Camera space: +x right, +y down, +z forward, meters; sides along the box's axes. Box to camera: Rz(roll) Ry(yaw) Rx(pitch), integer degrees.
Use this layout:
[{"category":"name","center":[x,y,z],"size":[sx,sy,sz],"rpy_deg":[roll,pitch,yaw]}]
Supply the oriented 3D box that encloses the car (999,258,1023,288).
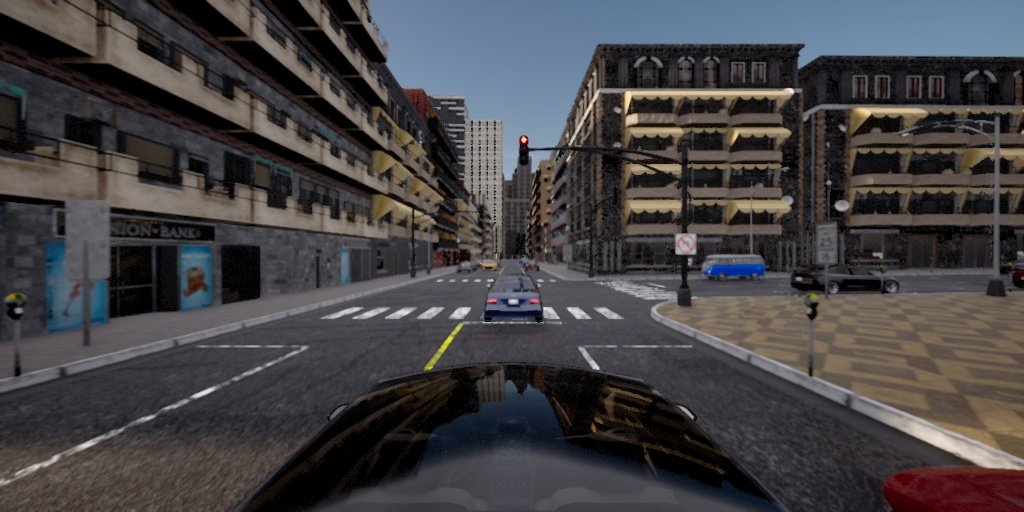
[{"category":"car","center":[26.913,0.902,17.304],"size":[4.507,1.381,1.888],"rpy_deg":[0,0,-1]}]

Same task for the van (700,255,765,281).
[{"category":"van","center":[15.663,0.814,25.531],"size":[3.998,1.789,1.690],"rpy_deg":[0,0,-1]}]

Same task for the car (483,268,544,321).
[{"category":"car","center":[0.059,1.310,12.436],"size":[2.033,1.411,5.357],"rpy_deg":[0,0,1]}]

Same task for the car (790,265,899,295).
[{"category":"car","center":[15.778,1.098,17.151],"size":[4.313,1.339,1.948],"rpy_deg":[0,0,-1]}]

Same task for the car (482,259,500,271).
[{"category":"car","center":[-3.068,1.297,49.396],"size":[1.882,1.535,5.008],"rpy_deg":[0,0,0]}]

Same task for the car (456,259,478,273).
[{"category":"car","center":[-5.676,1.358,43.422],"size":[2.007,1.370,4.403],"rpy_deg":[0,0,0]}]

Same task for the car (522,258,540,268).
[{"category":"car","center":[2.706,1.258,48.941],"size":[1.967,1.591,4.097],"rpy_deg":[0,0,0]}]

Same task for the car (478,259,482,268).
[{"category":"car","center":[-5.675,1.384,48.949],"size":[1.948,1.339,4.313],"rpy_deg":[0,0,0]}]
